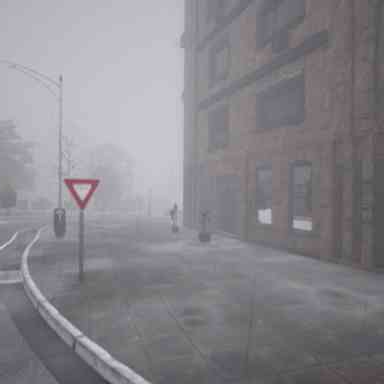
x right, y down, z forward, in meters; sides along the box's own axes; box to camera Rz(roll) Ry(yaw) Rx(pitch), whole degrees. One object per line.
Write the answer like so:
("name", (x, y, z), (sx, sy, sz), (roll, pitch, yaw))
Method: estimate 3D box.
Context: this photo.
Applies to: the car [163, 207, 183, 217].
("car", (-1.913, 2.752, 46.330), (1.895, 1.301, 4.718), (1, -3, 32))
